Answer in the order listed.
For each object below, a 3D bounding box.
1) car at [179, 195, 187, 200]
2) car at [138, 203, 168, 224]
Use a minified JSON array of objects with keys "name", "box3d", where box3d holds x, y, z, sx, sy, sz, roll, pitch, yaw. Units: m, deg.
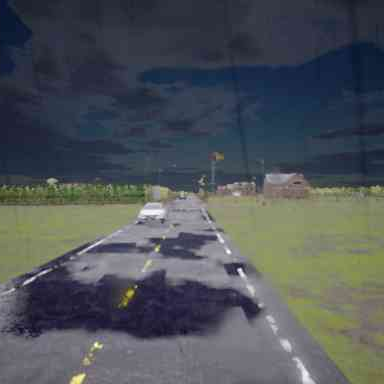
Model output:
[{"name":"car","box3d":[-2.720,1.599,94.419,1.882,1.535,5.008,0,0,0]},{"name":"car","box3d":[-2.838,1.533,24.897,1.812,1.442,4.674,0,0,0]}]
